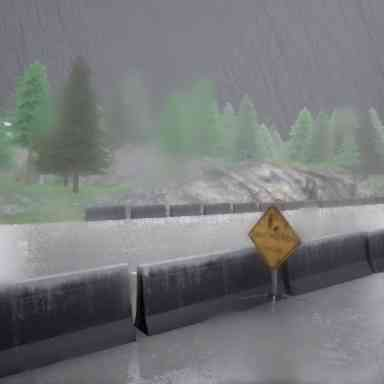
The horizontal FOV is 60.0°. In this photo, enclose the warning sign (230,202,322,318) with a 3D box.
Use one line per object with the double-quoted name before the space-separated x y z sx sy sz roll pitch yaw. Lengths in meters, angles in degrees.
"warning sign" 1.552 1.131 6.270 1.060 1.860 1.300 0 0 -35
